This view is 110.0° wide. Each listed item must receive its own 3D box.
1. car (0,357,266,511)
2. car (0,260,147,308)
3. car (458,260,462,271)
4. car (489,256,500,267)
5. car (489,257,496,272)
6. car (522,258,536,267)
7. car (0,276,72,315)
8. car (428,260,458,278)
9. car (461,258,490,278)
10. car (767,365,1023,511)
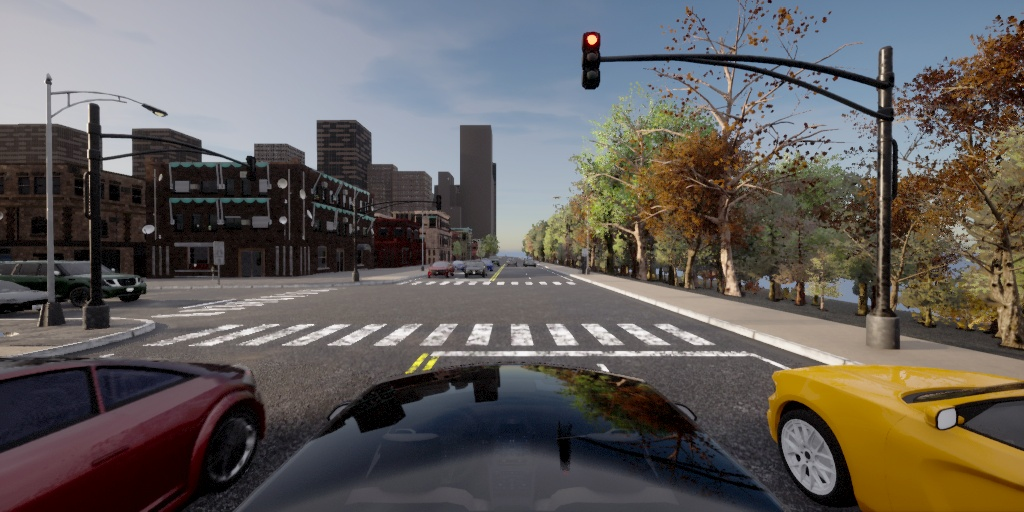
[{"bbox_3d":[-3.350,1.314,1.715,1.994,1.385,4.181,0,0,0],"label":"car"},{"bbox_3d":[-20.010,1.194,16.159,5.566,2.045,2.150,-1,1,0],"label":"car"},{"bbox_3d":[-6.640,1.261,44.363,1.812,1.442,4.674,0,0,0],"label":"car"},{"bbox_3d":[-3.342,0.949,65.146,2.150,2.045,5.566,0,0,0],"label":"car"},{"bbox_3d":[-3.391,1.212,45.410,1.882,1.535,5.008,0,0,0],"label":"car"},{"bbox_3d":[3.282,1.290,64.455,1.994,1.385,4.181,0,0,1],"label":"car"},{"bbox_3d":[-19.958,1.564,13.458,4.313,1.339,1.948,0,0,0],"label":"car"},{"bbox_3d":[-6.636,1.217,33.924,1.882,1.535,5.008,0,0,-2],"label":"car"},{"bbox_3d":[-3.382,1.244,34.272,1.837,1.490,4.892,0,0,0],"label":"car"},{"bbox_3d":[3.351,1.228,1.351,1.882,1.535,5.008,0,0,0],"label":"car"}]
